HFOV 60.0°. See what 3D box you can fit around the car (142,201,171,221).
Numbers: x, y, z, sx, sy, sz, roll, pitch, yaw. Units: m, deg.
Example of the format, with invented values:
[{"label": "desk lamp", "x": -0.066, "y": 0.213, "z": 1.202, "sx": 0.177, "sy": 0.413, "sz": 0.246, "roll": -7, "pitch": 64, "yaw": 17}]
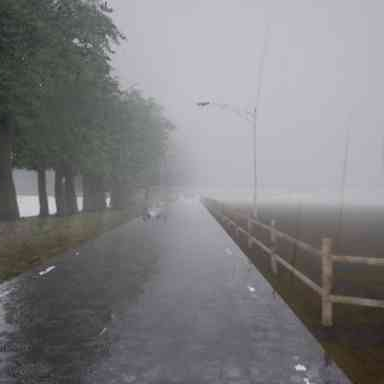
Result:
[{"label": "car", "x": -2.769, "y": 1.456, "z": 26.548, "sx": 2.128, "sy": 1.511, "sz": 4.902, "roll": 0, "pitch": 0, "yaw": 1}]
